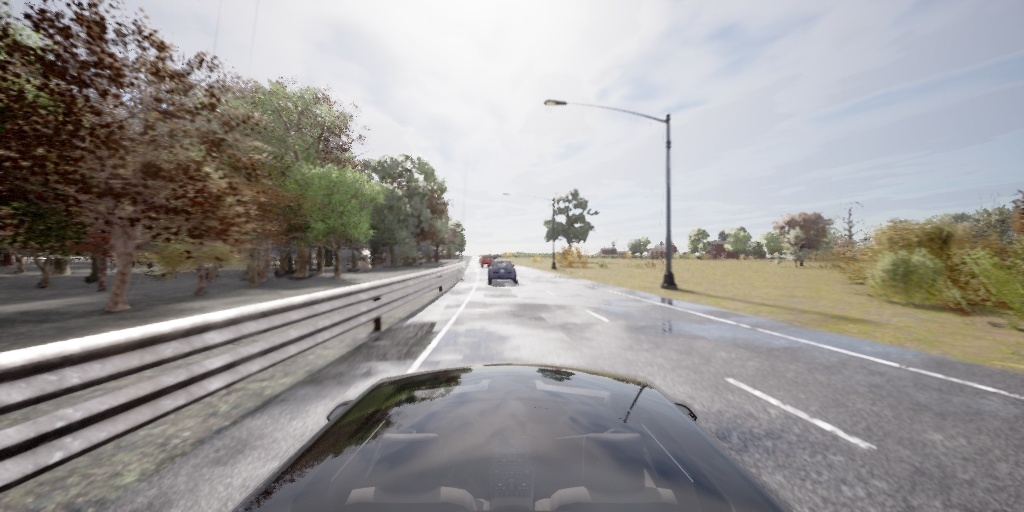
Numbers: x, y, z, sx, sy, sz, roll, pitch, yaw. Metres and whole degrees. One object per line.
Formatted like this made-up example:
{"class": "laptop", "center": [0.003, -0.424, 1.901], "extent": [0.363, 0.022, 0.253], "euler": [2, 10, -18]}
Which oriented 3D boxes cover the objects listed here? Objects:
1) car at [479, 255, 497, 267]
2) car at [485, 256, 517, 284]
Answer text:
{"class": "car", "center": [-4.295, 0.892, 62.514], "extent": [2.150, 2.045, 5.566], "euler": [0, 0, -6]}
{"class": "car", "center": [-0.800, 1.073, 27.283], "extent": [2.097, 1.767, 4.553], "euler": [0, 0, -4]}
